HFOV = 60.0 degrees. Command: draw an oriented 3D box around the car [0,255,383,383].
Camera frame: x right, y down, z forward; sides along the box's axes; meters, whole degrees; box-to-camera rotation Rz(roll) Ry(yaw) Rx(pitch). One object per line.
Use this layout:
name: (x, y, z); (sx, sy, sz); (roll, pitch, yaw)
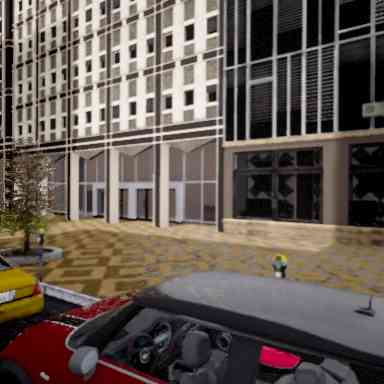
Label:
car: (0.050, 1.443, 2.830); (4.097, 1.590, 1.967); (0, 0, 36)
